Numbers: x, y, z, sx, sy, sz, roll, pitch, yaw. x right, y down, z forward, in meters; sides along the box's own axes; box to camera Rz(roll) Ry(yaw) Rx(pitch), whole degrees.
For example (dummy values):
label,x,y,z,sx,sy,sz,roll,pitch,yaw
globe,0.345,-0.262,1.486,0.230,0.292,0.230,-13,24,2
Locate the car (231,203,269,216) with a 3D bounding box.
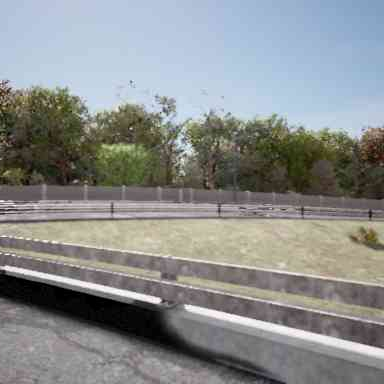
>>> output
label,x,y,z,sx,sy,sz,roll,pitch,yaw
car,7.040,2.048,40.538,5.008,1.535,1.882,3,-1,-23
